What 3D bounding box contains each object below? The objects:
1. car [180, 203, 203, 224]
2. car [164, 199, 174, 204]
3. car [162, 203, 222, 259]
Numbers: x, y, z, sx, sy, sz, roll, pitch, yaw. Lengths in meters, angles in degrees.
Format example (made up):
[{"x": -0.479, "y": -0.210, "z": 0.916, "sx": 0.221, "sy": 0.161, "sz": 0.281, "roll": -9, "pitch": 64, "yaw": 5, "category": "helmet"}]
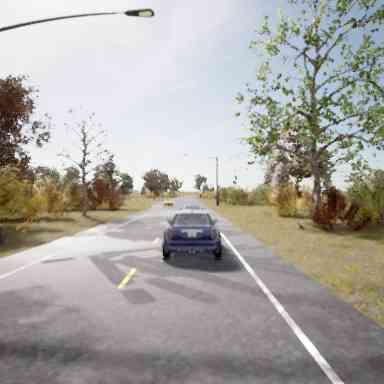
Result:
[{"x": -0.045, "y": 1.797, "z": 28.497, "sx": 1.837, "sy": 1.490, "sz": 4.892, "roll": 0, "pitch": 0, "yaw": 0, "category": "car"}, {"x": -4.586, "y": 2.113, "z": 65.881, "sx": 1.882, "sy": 1.535, "sz": 5.008, "roll": 0, "pitch": 0, "yaw": -6, "category": "car"}, {"x": 0.011, "y": 1.488, "z": 13.417, "sx": 2.097, "sy": 1.767, "sz": 4.553, "roll": 0, "pitch": -1, "yaw": 0, "category": "car"}]
